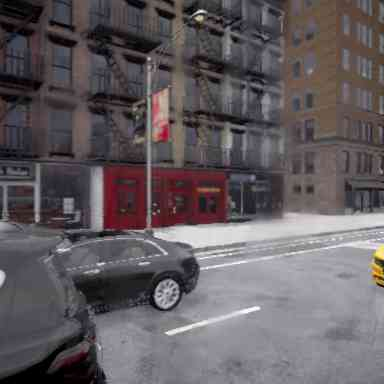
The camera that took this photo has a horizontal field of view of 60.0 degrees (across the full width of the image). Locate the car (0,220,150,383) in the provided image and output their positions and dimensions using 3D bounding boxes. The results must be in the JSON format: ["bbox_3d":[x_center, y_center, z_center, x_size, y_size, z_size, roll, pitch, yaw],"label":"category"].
[{"bbox_3d":[-3.184,1.223,1.401,5.566,2.045,2.150,1,0,-35],"label":"car"}]

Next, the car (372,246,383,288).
[{"bbox_3d":[6.356,1.488,8.130,5.008,1.535,1.882,0,0,-35],"label":"car"}]

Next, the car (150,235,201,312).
[{"bbox_3d":[-2.108,1.508,6.154,4.892,1.490,1.837,0,0,-35],"label":"car"}]
